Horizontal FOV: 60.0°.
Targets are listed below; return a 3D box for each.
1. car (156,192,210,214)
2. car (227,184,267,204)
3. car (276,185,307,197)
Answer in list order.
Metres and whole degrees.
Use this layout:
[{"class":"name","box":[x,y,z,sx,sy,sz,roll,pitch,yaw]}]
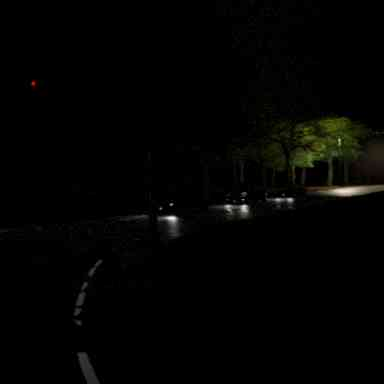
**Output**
[{"class":"car","box":[-0.578,0.729,24.331,1.812,1.442,4.674,-1,2,42]},{"class":"car","box":[5.151,0.121,31.117,2.097,1.767,4.553,-2,2,40]},{"class":"car","box":[11.554,-0.106,38.670,1.895,1.301,4.718,-2,2,40]}]
